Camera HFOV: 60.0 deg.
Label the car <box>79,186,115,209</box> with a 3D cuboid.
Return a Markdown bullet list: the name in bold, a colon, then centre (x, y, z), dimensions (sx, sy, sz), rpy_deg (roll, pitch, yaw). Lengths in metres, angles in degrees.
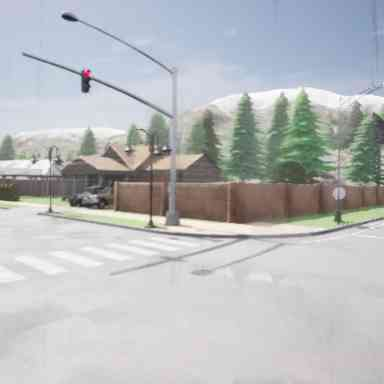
- **car**: centre (-7.037, 0.453, 29.008), dimensions (1.932, 1.855, 4.605), rpy_deg (2, 2, 42)

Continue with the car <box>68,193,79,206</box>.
- **car**: centre (-9.161, 0.400, 30.407), dimensions (1.905, 1.878, 3.866), rpy_deg (2, 2, 42)
